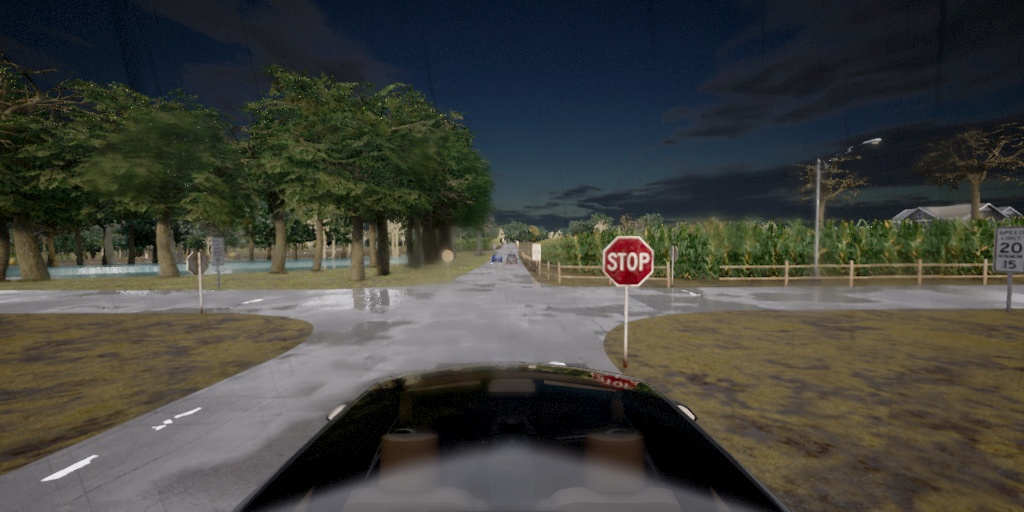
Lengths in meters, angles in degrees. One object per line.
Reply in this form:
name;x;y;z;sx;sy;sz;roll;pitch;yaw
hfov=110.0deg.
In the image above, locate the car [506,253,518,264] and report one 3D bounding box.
car;-0.042;0.550;62.283;2.128;1.511;4.902;0;1;0
